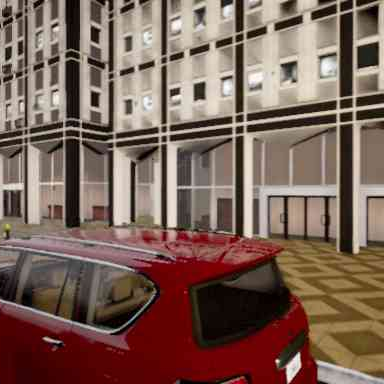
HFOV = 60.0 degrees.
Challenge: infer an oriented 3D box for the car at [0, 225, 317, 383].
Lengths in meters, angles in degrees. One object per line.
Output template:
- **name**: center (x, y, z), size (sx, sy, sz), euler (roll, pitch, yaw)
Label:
- **car**: center (-1.224, 1.321, 3.748), size (5.009, 1.841, 2.192), euler (0, 0, 36)
